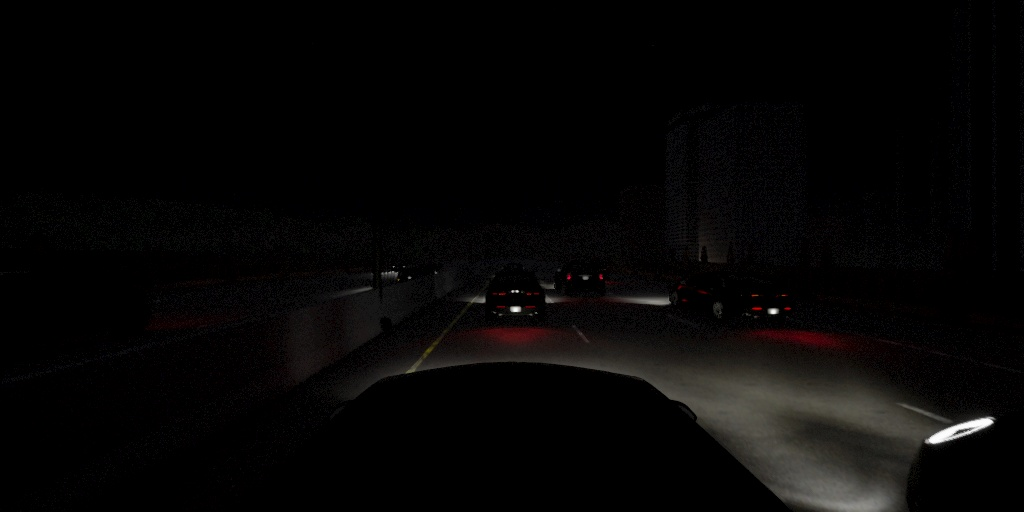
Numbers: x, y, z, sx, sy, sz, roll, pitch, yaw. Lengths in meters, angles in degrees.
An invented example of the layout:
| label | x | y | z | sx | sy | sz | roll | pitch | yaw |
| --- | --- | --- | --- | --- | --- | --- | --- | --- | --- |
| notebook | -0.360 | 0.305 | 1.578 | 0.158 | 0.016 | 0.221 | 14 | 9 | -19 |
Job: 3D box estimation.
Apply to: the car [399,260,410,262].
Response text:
| label | x | y | z | sx | sy | sz | roll | pitch | yaw |
| --- | --- | --- | --- | --- | --- | --- | --- | --- | --- |
| car | -14.064 | 1.279 | 46.642 | 1.837 | 1.490 | 4.892 | 0 | -1 | 0 |

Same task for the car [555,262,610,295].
| label | x | y | z | sx | sy | sz | roll | pitch | yaw |
| --- | --- | --- | --- | --- | --- | --- | --- | --- | --- |
| car | 3.606 | 1.102 | 19.687 | 2.097 | 1.767 | 4.553 | 0 | 0 | 0 |

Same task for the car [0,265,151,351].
| label | x | y | z | sx | sy | sz | roll | pitch | yaw |
| --- | --- | --- | --- | --- | --- | --- | --- | --- | --- |
| car | -10.598 | 1.099 | 7.483 | 2.097 | 1.767 | 4.553 | 0 | 0 | 0 |

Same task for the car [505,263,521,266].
| label | x | y | z | sx | sy | sz | roll | pitch | yaw |
| --- | --- | --- | --- | --- | --- | --- | --- | --- | --- |
| car | 0.109 | 1.306 | 30.927 | 2.033 | 1.411 | 5.357 | 0 | 0 | 0 |

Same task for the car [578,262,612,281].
| label | x | y | z | sx | sy | sz | roll | pitch | yaw |
| --- | --- | --- | --- | --- | --- | --- | --- | --- | --- |
| car | 7.109 | 1.264 | 31.135 | 1.837 | 1.490 | 4.892 | 0 | 0 | 0 |

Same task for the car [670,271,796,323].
| label | x | y | z | sx | sy | sz | roll | pitch | yaw |
| --- | --- | --- | --- | --- | --- | --- | --- | --- | --- |
| car | 7.103 | 1.252 | 12.165 | 1.837 | 1.490 | 4.892 | 0 | 0 | 0 |

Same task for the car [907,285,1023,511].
| label | x | y | z | sx | sy | sz | roll | pitch | yaw |
| --- | --- | --- | --- | --- | --- | --- | --- | --- | --- |
| car | 3.600 | 1.102 | 0.379 | 2.097 | 1.767 | 4.553 | 0 | 0 | 0 |

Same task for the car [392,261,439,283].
| label | x | y | z | sx | sy | sz | roll | pitch | yaw |
| --- | --- | --- | --- | --- | --- | --- | --- | --- | --- |
| car | -7.088 | 1.319 | 26.664 | 1.994 | 1.385 | 4.181 | 0 | 0 | 0 |

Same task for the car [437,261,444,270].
| label | x | y | z | sx | sy | sz | roll | pitch | yaw |
| --- | --- | --- | --- | --- | --- | --- | --- | --- | --- |
| car | -10.567 | 1.375 | 48.468 | 1.895 | 1.301 | 4.718 | 0 | 0 | 0 |

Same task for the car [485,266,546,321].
| label | x | y | z | sx | sy | sz | roll | pitch | yaw |
| --- | --- | --- | --- | --- | --- | --- | --- | --- | --- |
| car | 0.104 | 1.252 | 12.531 | 1.837 | 1.490 | 4.892 | 0 | 0 | 0 |
